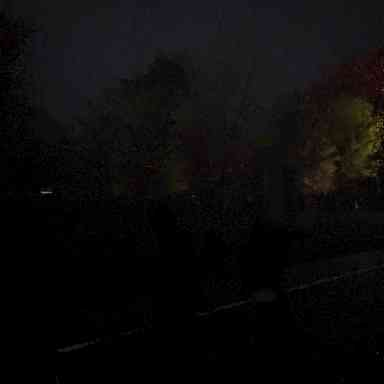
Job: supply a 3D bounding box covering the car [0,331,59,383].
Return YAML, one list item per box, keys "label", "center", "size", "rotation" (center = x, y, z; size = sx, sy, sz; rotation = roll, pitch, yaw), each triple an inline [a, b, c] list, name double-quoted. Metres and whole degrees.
- label: "car"
  center: [-3.167, 1.491, 1.487]
  size: [4.902, 1.511, 2.128]
  rotation: [0, 0, -36]
